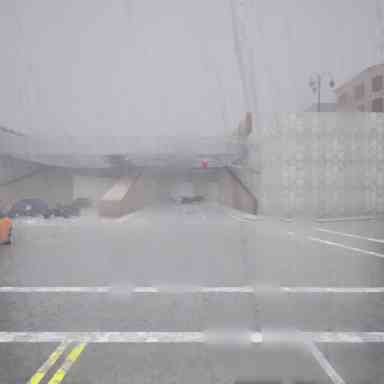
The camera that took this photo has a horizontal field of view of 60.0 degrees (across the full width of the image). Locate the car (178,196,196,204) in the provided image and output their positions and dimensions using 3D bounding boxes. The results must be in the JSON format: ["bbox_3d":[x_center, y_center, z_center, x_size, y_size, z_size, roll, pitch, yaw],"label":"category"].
[{"bbox_3d":[-0.983,1.547,64.811,2.033,1.411,5.357,0,0,4],"label":"car"}]

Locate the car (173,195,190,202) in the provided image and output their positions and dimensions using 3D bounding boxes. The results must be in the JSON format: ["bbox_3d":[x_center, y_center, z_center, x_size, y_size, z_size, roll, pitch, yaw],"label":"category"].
[{"bbox_3d":[-2.338,1.524,74.669,1.812,1.442,4.674,0,0,24],"label":"car"}]

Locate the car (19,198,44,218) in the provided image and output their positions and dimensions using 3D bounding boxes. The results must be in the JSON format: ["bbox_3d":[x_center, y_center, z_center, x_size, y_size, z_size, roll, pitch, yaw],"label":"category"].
[{"bbox_3d":[-14.721,1.352,30.104,2.097,1.767,4.553,0,0,-2],"label":"car"}]

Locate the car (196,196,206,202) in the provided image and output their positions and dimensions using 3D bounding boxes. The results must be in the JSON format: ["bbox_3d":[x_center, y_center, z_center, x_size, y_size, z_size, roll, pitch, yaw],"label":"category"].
[{"bbox_3d":[1.530,1.524,74.797,1.812,1.442,4.674,0,0,28],"label":"car"}]

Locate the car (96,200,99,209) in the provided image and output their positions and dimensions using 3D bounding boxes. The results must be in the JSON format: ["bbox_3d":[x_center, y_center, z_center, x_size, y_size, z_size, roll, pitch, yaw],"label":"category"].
[{"bbox_3d":[-11.607,1.505,45.305,1.837,1.490,4.892,0,0,-1],"label":"car"}]

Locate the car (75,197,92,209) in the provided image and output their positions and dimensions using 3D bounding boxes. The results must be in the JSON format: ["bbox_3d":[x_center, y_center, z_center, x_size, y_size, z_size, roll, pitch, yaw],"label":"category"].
[{"bbox_3d":[-15.118,1.504,45.648,1.837,1.490,4.892,0,0,-1],"label":"car"}]

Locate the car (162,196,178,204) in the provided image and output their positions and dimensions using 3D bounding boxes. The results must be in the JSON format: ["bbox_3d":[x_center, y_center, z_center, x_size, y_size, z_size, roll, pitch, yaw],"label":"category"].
[{"bbox_3d":[-4.513,1.547,64.312,2.033,1.411,5.357,0,0,5],"label":"car"}]

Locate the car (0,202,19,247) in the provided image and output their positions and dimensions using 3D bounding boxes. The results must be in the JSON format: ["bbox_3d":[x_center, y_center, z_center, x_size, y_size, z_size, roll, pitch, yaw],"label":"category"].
[{"bbox_3d":[-8.110,1.352,12.165,2.097,1.767,4.553,0,0,-16],"label":"car"}]

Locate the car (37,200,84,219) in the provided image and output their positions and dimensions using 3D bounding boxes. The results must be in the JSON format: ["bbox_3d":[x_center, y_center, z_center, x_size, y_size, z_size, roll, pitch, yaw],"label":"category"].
[{"bbox_3d":[-11.179,1.601,28.727,1.895,1.301,4.718,0,0,-2],"label":"car"}]
